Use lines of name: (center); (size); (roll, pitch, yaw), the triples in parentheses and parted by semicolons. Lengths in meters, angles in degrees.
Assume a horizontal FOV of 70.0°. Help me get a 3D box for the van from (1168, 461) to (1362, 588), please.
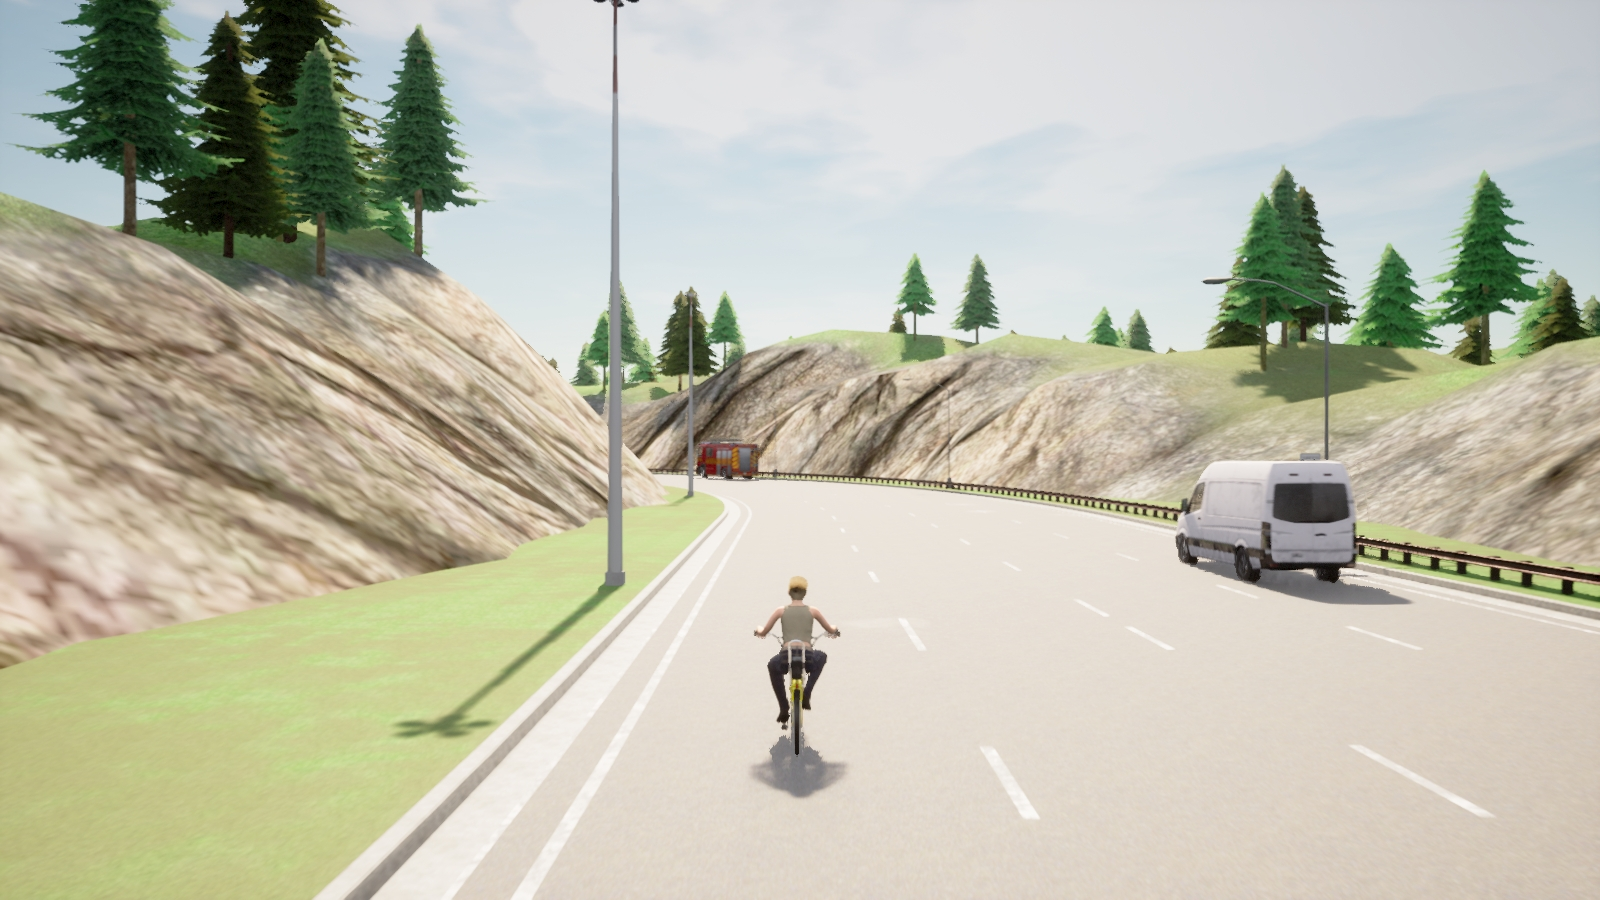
van: (10.367, 1.532, 26.093); (1.988, 2.561, 5.915); (0, 0, -1)

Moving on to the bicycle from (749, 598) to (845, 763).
bicycle: (-0.028, 2.158, 10.948); (0.859, 1.276, 1.487); (0, 0, 0)
